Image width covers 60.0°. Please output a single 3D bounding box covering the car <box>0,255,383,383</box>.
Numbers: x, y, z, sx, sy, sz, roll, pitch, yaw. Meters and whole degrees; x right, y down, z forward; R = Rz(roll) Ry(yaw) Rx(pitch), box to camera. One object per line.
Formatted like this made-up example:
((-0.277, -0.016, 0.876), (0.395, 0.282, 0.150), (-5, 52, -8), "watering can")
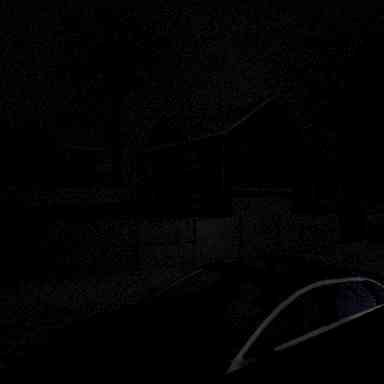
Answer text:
((0.674, 1.519, 3.521), (4.902, 1.511, 2.128), (1, 0, -34), "car")
